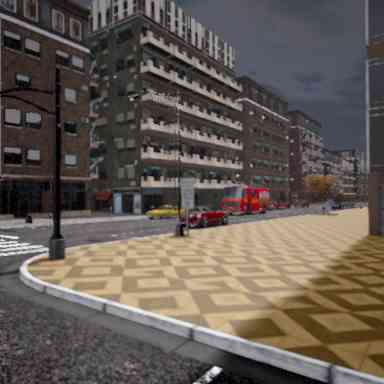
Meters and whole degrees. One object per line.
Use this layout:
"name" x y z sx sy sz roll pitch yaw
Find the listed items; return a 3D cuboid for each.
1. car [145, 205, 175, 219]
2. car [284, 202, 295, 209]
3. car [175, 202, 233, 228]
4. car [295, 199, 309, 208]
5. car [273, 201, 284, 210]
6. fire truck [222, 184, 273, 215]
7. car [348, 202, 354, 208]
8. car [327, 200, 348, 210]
"car" -2.664 1.967 33.716 1.752 1.417 4.829 -2 -2 35
"car" 16.901 2.520 61.604 1.887 1.381 4.507 -2 -2 35
"car" 0.997 1.730 24.462 1.967 1.590 4.097 -2 -2 35
"car" 23.388 2.467 70.860 2.192 1.841 5.009 -2 -2 35
"car" 13.655 2.327 56.982 1.967 1.590 4.097 -2 -2 35
"fire truck" 7.126 0.963 43.058 2.891 3.827 8.468 -1 -1 35
"car" 33.443 2.725 70.707 2.008 1.369 4.403 -2 -2 35
"car" 26.954 2.563 61.457 1.947 1.339 4.313 -2 -2 35
